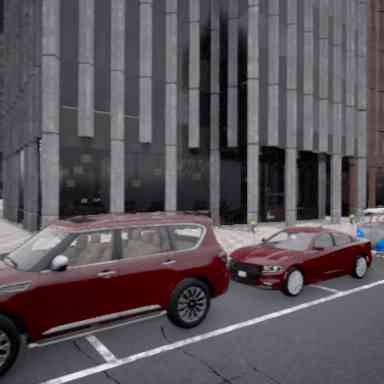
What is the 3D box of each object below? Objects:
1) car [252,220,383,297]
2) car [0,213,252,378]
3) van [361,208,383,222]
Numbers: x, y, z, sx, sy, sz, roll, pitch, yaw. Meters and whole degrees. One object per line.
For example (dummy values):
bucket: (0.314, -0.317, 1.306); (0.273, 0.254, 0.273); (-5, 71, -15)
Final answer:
car: (2.961, 1.607, 8.757); (4.507, 1.381, 1.887); (1, -1, -35)
car: (-1.630, 1.329, 5.489); (5.009, 1.841, 2.192); (1, -1, -35)
van: (7.554, 1.451, 12.027); (3.998, 1.788, 1.690); (1, -1, -35)
